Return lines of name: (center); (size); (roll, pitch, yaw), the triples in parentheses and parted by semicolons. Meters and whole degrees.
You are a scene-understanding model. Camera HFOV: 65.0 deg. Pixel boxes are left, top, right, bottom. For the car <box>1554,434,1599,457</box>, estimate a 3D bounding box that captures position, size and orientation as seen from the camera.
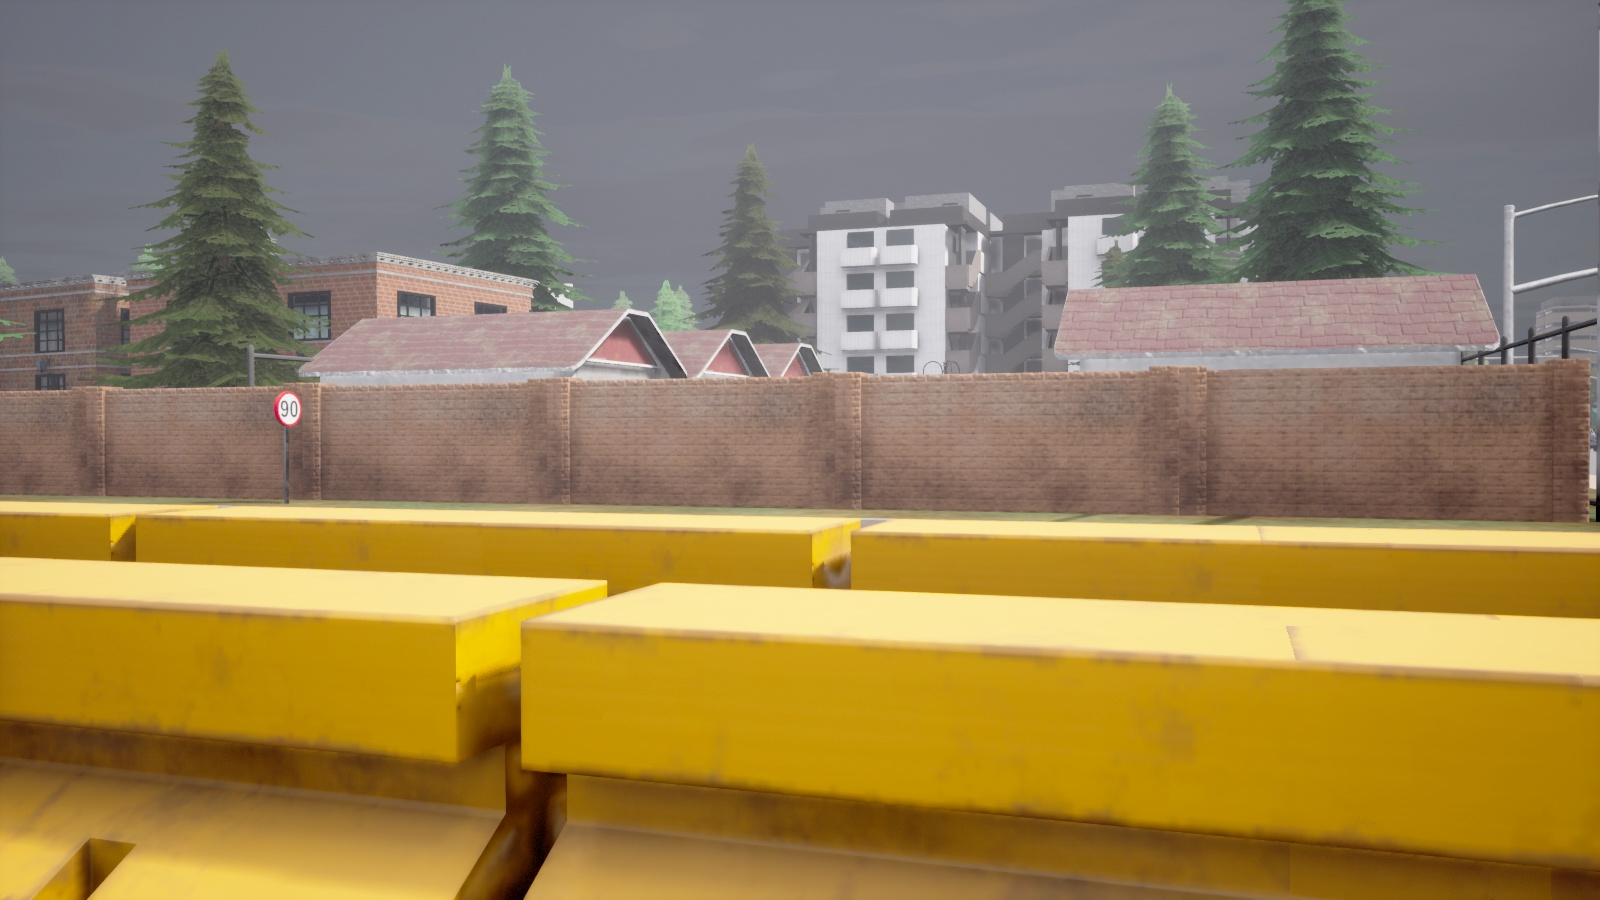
car: (50.429, -0.323, 81.439); (1.970, 1.475, 3.806); (1, 1, 20)
